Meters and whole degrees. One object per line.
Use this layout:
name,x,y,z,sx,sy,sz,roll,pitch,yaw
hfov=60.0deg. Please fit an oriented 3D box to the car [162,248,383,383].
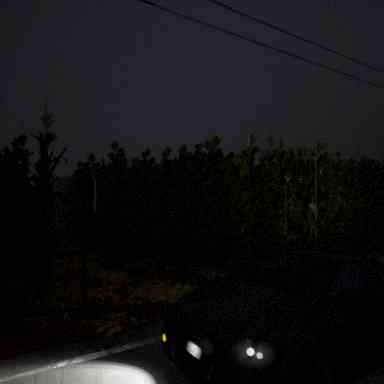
car,1.689,1.562,4.762,4.181,1.385,1.994,0,0,-33
